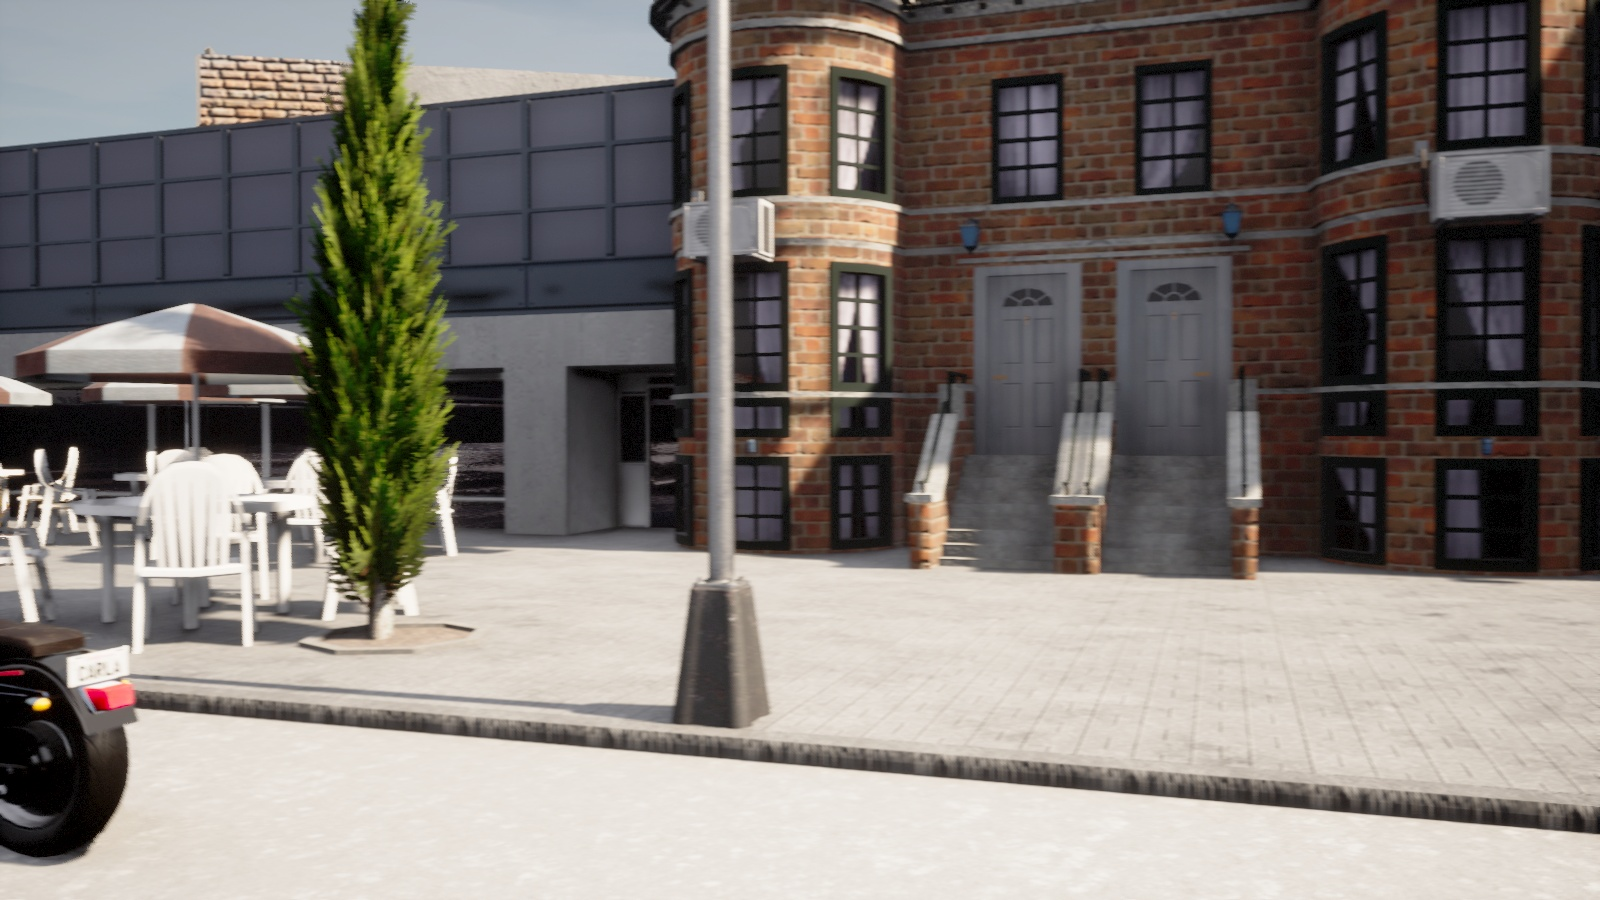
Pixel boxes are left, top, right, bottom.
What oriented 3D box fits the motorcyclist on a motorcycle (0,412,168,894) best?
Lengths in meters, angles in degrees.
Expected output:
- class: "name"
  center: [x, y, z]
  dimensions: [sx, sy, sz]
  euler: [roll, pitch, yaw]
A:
- class: "motorcyclist on a motorcycle"
  center: [-3.742, 0.683, 4.977]
  dimensions: [2.350, 1.649, 0.766]
  euler: [0, 1, 19]
